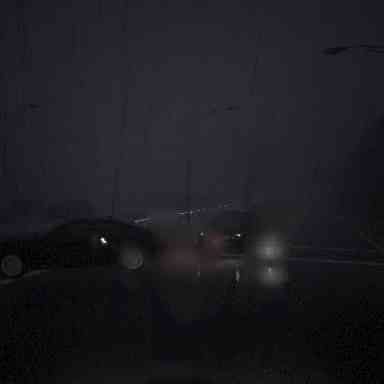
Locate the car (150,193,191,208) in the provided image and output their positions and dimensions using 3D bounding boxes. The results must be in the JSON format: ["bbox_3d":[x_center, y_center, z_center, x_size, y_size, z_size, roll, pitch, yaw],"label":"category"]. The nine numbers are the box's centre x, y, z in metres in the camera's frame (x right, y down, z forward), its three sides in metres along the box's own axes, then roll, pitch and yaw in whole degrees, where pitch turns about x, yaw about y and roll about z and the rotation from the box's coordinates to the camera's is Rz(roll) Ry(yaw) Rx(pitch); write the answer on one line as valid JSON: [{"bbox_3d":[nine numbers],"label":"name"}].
[{"bbox_3d":[-2.917,1.074,41.759,4.605,1.855,1.932,0,0,19],"label":"car"}]

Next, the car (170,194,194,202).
[{"bbox_3d":[-2.024,1.258,68.675,4.514,1.523,2.007,0,0,19],"label":"car"}]

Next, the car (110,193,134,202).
[{"bbox_3d":[-13.732,1.046,65.310,4.605,1.855,1.932,0,0,19],"label":"car"}]

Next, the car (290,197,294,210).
[{"bbox_3d":[9.830,1.544,36.525,1.994,1.385,4.181,0,0,19],"label":"car"}]

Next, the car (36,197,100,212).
[{"bbox_3d":[-9.006,1.356,24.201,3.633,1.501,1.845,0,0,19],"label":"car"}]

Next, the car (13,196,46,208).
[{"bbox_3d":[-21.645,1.273,44.288,3.633,1.501,1.845,0,0,19],"label":"car"}]

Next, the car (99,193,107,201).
[{"bbox_3d":[-20.131,1.014,70.946,3.866,1.878,1.905,0,0,19],"label":"car"}]

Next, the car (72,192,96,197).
[{"bbox_3d":[-18.401,1.249,53.739,4.514,1.523,2.007,0,0,19],"label":"car"}]

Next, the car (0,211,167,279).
[{"bbox_3d":[-3.271,1.475,9.857,5.008,1.535,1.882,0,0,-15],"label":"car"}]

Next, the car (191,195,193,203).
[{"bbox_3d":[-2.376,1.053,44.644,3.866,1.878,1.905,0,0,19],"label":"car"}]

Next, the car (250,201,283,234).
[{"bbox_3d":[3.984,1.490,19.282,1.837,1.490,4.892,0,0,19],"label":"car"}]

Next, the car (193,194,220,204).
[{"bbox_3d":[1.727,1.126,56.763,5.027,1.636,2.152,0,0,19],"label":"car"}]

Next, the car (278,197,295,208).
[{"bbox_3d":[13.596,1.468,47.653,2.128,1.511,4.902,0,0,19],"label":"car"}]

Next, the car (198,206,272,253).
[{"bbox_3d":[1.832,1.514,13.876,1.812,1.442,4.674,0,0,24],"label":"car"}]

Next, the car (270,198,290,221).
[{"bbox_3d":[5.901,1.475,24.927,2.128,1.511,4.902,0,0,19],"label":"car"}]

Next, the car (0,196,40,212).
[{"bbox_3d":[-15.079,1.356,29.404,3.806,1.475,1.970,0,0,19],"label":"car"}]

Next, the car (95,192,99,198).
[{"bbox_3d":[-21.776,1.298,67.993,3.806,1.475,1.970,0,0,19],"label":"car"}]

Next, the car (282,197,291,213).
[{"bbox_3d":[7.785,1.487,30.488,1.837,1.490,4.892,0,0,19],"label":"car"}]
